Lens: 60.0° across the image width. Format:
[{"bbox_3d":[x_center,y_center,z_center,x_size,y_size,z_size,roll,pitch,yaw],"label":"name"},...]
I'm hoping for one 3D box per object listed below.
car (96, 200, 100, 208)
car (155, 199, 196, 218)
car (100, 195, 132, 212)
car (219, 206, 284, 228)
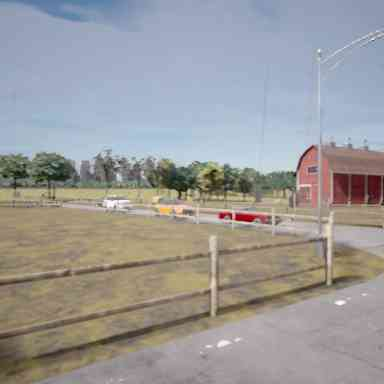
[{"bbox_3d":[-14.114,1.810,54.047,1.837,1.490,4.892,-1,0,-35],"label":"car"},{"bbox_3d":[-1.618,1.471,31.286,2.097,1.767,4.553,-1,0,-35],"label":"car"},{"bbox_3d":[-9.359,1.427,42.249,2.150,2.045,5.566,-1,0,-35],"label":"car"},{"bbox_3d":[4.059,1.693,23.306,1.895,1.301,4.718,-1,0,-36],"label":"car"}]
